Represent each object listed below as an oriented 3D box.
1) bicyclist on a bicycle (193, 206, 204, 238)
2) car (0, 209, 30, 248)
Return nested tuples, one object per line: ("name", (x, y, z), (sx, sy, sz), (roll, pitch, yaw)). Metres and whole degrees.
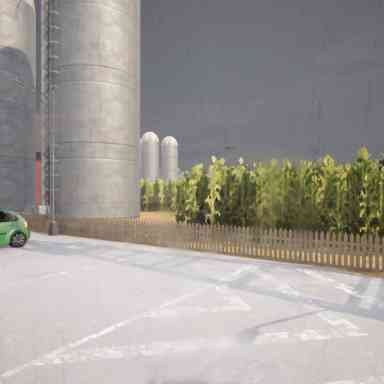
("bicyclist on a bicycle", (0.523, 1.515, 15.926), (0.582, 1.620, 1.656), (-1, 4, -42))
("car", (-8.503, 1.483, 12.789), (1.851, 1.617, 3.988), (0, 0, 34))
